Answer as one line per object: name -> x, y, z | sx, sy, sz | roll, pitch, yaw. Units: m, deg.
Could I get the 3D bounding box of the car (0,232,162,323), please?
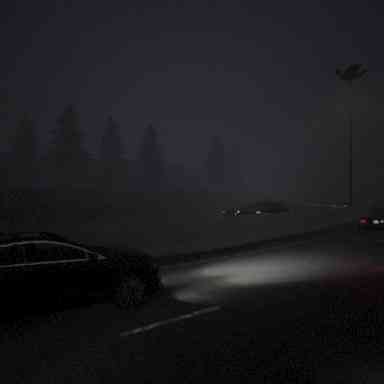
car -> -2.891, 1.507, 6.196 | 4.902, 1.511, 2.128 | 0, 0, -37

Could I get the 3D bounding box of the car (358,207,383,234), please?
car -> 10.962, 1.562, 18.570 | 2.033, 1.411, 5.357 | 0, 0, 43

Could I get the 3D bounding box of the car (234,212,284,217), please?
car -> 4.818, 1.382, 22.632 | 2.097, 1.767, 4.553 | 0, 0, 43
